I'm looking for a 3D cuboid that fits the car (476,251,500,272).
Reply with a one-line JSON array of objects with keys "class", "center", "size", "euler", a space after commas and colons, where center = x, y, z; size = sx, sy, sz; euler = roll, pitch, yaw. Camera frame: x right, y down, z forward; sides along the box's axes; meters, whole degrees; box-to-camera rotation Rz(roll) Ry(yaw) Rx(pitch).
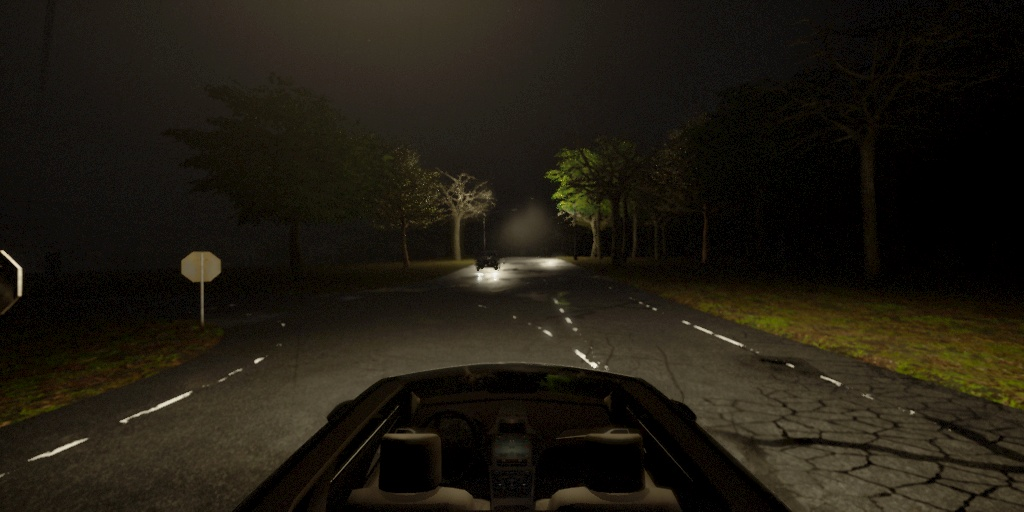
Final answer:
[{"class": "car", "center": [-2.501, 0.507, 38.229], "size": [2.150, 2.045, 5.566], "euler": [-1, 1, 2]}]
